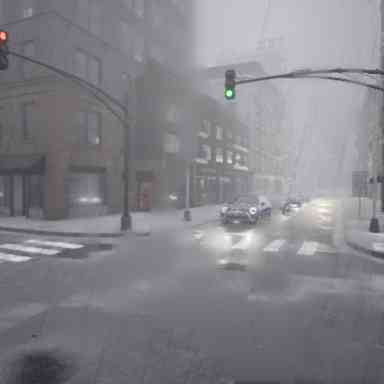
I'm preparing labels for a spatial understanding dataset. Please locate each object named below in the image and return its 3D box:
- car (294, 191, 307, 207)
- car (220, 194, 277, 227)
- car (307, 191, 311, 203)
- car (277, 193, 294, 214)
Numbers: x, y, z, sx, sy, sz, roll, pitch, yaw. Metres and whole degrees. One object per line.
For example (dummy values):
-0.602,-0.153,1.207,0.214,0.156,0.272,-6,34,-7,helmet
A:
11.109,0.829,36.467,1.812,1.442,4.674,1,1,24,car
3.269,0.934,19.304,2.097,1.767,4.553,1,1,25,car
15.234,0.642,45.663,2.128,1.511,4.902,1,1,24,car
7.002,0.976,27.487,1.812,1.442,4.674,1,1,24,car
